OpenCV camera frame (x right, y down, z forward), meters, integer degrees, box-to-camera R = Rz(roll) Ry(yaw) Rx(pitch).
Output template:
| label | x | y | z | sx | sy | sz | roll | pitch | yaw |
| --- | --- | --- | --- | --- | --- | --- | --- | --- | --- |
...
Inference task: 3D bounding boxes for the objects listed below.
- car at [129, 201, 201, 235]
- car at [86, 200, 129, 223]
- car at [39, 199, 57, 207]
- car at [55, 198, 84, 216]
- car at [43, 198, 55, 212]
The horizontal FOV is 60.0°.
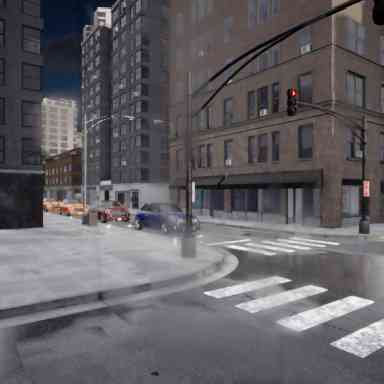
| label | x | y | z | sx | sy | sz | roll | pitch | yaw |
| --- | --- | --- | --- | --- | --- | --- | --- | --- | --- |
| car | -1.513 | 1.421 | 19.459 | 2.097 | 1.767 | 4.553 | 0 | 0 | -38 |
| car | -6.713 | 1.460 | 26.741 | 2.097 | 1.767 | 4.553 | 0 | 0 | -35 |
| car | -24.835 | 1.864 | 57.164 | 1.895 | 1.301 | 4.718 | 0 | 0 | -35 |
| car | -12.313 | 1.502 | 34.610 | 2.097 | 1.767 | 4.553 | 0 | 0 | -35 |
| car | -17.924 | 1.543 | 42.487 | 2.097 | 1.767 | 4.553 | 0 | 0 | -35 |
